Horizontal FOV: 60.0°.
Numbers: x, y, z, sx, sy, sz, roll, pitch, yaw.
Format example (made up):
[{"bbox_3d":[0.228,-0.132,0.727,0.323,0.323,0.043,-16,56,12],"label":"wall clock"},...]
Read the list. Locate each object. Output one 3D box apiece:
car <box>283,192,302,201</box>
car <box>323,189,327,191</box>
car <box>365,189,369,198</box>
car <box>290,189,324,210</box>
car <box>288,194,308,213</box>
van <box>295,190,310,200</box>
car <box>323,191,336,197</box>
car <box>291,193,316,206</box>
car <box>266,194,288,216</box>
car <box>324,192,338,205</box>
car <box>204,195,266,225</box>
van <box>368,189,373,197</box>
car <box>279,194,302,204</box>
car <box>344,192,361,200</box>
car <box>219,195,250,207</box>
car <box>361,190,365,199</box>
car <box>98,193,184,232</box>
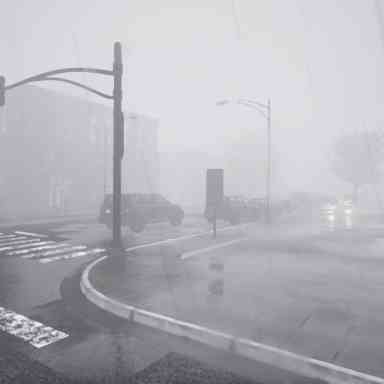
[{"bbox_3d":[17.813,0.759,58.692,1.752,1.417,4.829,1,2,35],"label":"car"},{"bbox_3d":[27.378,0.464,72.500,1.967,1.590,4.097,1,2,35],"label":"car"},{"bbox_3d":[34.370,0.622,67.881,1.752,1.417,4.829,1,2,35],"label":"car"},{"bbox_3d":[12.187,0.892,35.840,2.192,1.841,5.009,1,2,35],"label":"car"},{"bbox_3d":[9.029,1.195,31.289,2.008,1.369,4.403,1,2,35],"label":"car"},{"bbox_3d":[21.067,0.504,63.384,1.690,1.788,3.998,1,2,35],"label":"van"},{"bbox_3d":[33.687,0.436,81.616,2.008,1.369,4.403,2,2,35],"label":"car"},{"bbox_3d":[15.040,0.924,44.613,1.882,1.535,5.008,1,1,35],"label":"car"},{"bbox_3d":[5.874,1.151,26.729,1.967,1.590,4.097,1,2,35],"label":"car"},{"bbox_3d":[18.495,1.008,44.959,1.947,1.339,4.313,1,2,35],"label":"car"},{"bbox_3d":[2.719,1.093,22.169,2.192,1.841,5.009,1,2,35],"label":"car"},{"bbox_3d":[40.587,0.301,76.852,1.690,1.788,3.998,1,2,35],"label":"van"},{"bbox_3d":[14.818,0.970,49.660,1.895,1.301,4.718,1,1,35],"label":"car"},{"bbox_3d":[27.962,0.788,58.628,2.008,1.369,4.403,1,2,35],"label":"car"},{"bbox_3d":[5.287,1.069,40.606,1.947,1.339,4.313,1,2,35],"label":"car"},{"bbox_3d":[31.117,0.750,63.186,1.802,1.307,4.206,1,2,35],"label":"car"},{"bbox_3d":[-2.721,1.044,19.056,2.150,2.045,5.566,1,1,35],"label":"car"}]
